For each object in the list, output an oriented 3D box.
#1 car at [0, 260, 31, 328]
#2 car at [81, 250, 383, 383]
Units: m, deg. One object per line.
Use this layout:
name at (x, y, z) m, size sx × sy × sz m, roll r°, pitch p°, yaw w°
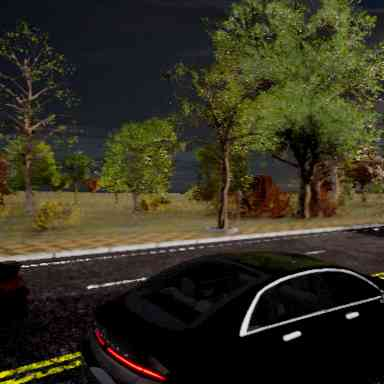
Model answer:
car at (-4.669, 1.502, 4.268) m, size 4.674 × 1.442 × 1.812 m, roll 0°, pitch 0°, yaw -35°
car at (1.167, 1.521, 4.214) m, size 4.892 × 1.490 × 1.837 m, roll 1°, pitch 0°, yaw -35°
